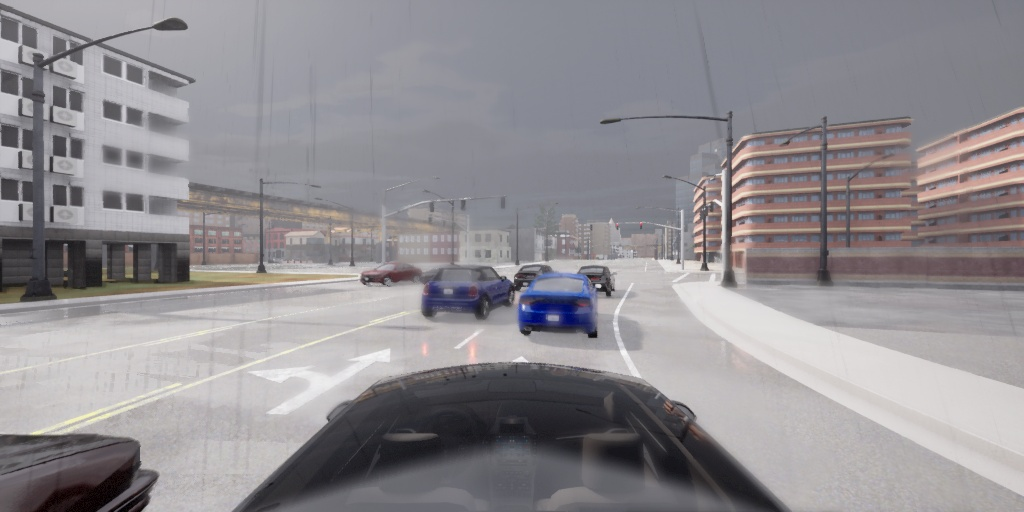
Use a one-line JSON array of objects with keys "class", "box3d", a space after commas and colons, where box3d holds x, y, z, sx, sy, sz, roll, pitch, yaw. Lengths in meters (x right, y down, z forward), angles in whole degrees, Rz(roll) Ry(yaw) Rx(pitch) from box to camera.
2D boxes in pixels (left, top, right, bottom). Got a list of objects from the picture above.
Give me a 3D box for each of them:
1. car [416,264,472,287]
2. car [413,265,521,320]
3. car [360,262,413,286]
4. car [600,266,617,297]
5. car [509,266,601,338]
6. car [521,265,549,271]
[{"class": "car", "box3d": [-4.645, 1.314, 25.267, 1.994, 1.385, 4.181, 0, 0, 21]}, {"class": "car", "box3d": [-1.362, 1.102, 12.945, 2.097, 1.767, 4.553, 0, 0, 16]}, {"class": "car", "box3d": [-8.402, 1.227, 25.274, 1.882, 1.535, 5.008, 0, 0, 21]}, {"class": "car", "box3d": [4.475, 1.255, 19.268, 1.837, 1.490, 4.892, 0, 0, 20]}, {"class": "car", "box3d": [1.516, 1.228, 10.356, 1.882, 1.535, 5.008, 0, 0, 14]}, {"class": "car", "box3d": [1.571, 1.255, 21.432, 1.837, 1.490, 4.892, 0, 0, 20]}]
